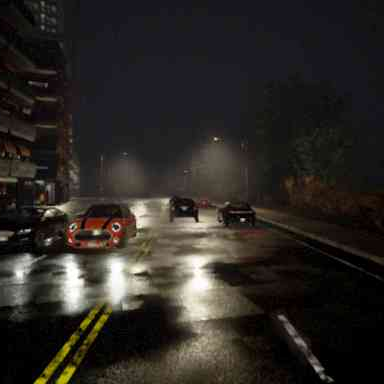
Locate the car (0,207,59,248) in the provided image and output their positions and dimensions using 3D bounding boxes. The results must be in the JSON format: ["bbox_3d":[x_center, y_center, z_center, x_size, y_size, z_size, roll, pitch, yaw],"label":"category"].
[{"bbox_3d":[-6.865,1.412,14.405,2.128,1.511,4.902,0,0,-2],"label":"car"}]

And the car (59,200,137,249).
[{"bbox_3d":[-3.606,1.271,14.027,2.097,1.767,4.553,0,0,-2],"label":"car"}]

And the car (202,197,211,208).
[{"bbox_3d":[1.307,1.290,43.554,1.994,1.385,4.181,0,0,-5],"label":"car"}]

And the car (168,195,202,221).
[{"bbox_3d":[-0.661,1.197,25.680,2.097,1.767,4.553,0,0,-3],"label":"car"}]

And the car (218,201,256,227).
[{"bbox_3d":[2.803,1.359,21.523,2.128,1.511,4.902,0,0,-3],"label":"car"}]

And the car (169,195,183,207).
[{"bbox_3d":[-2.304,1.210,47.239,1.837,1.490,4.892,0,0,-6],"label":"car"}]
